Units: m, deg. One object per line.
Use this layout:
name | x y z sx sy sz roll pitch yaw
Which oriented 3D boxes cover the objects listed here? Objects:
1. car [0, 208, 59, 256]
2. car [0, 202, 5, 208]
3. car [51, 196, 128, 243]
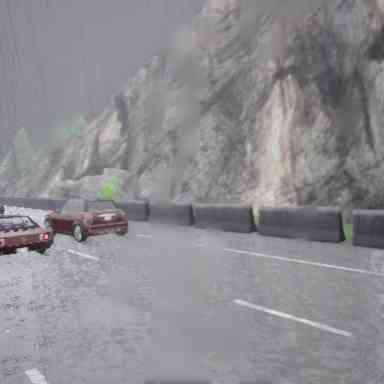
car | -6.605 1.456 11.556 1.895 1.301 4.718 -3 2 -44
car | -16.964 1.192 27.469 1.994 1.385 4.181 -3 3 -44
car | -4.803 1.057 14.718 2.097 1.767 4.553 -3 2 -44
